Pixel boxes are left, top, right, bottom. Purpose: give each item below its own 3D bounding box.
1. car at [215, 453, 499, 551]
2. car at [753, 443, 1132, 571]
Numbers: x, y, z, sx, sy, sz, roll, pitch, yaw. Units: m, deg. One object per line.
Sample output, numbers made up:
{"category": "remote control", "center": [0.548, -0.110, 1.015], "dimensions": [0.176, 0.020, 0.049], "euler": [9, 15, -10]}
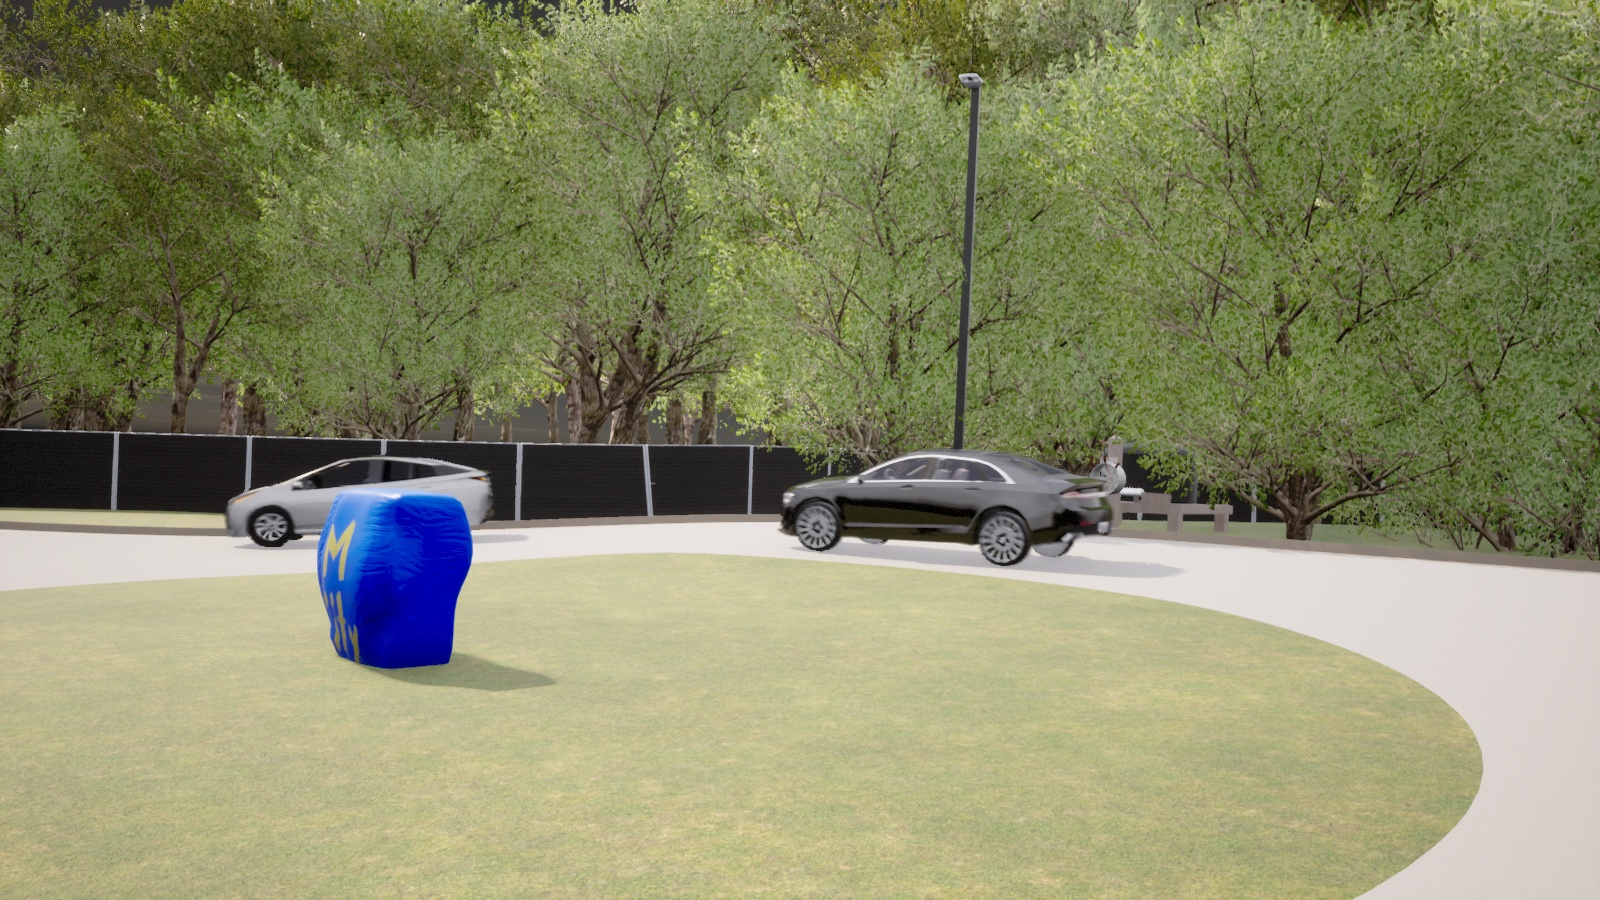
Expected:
{"category": "car", "center": [-7.713, 0.870, 22.320], "dimensions": [4.514, 1.525, 2.007], "euler": [-1, 0, -12]}
{"category": "car", "center": [1.958, 0.700, 17.876], "dimensions": [4.902, 1.511, 2.128], "euler": [1, 1, 33]}
